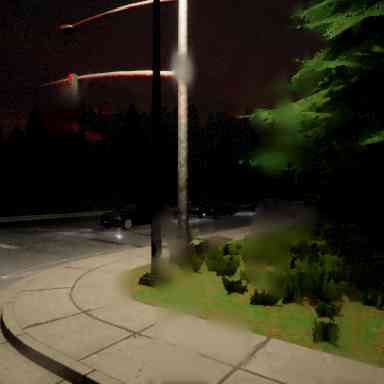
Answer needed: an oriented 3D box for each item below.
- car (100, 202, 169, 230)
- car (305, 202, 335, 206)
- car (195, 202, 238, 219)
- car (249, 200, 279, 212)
[{"bbox_3d":[-3.545,1.451,21.162,1.882,1.535,5.008,0,0,35],"label":"car"},{"bbox_3d":[16.255,1.197,42.766,2.150,2.045,5.566,0,0,36],"label":"car"},{"bbox_3d":[2.265,1.574,29.560,1.895,1.301,4.718,0,0,35],"label":"car"},{"bbox_3d":[8.315,1.574,38.127,1.895,1.301,4.718,0,0,36],"label":"car"}]
